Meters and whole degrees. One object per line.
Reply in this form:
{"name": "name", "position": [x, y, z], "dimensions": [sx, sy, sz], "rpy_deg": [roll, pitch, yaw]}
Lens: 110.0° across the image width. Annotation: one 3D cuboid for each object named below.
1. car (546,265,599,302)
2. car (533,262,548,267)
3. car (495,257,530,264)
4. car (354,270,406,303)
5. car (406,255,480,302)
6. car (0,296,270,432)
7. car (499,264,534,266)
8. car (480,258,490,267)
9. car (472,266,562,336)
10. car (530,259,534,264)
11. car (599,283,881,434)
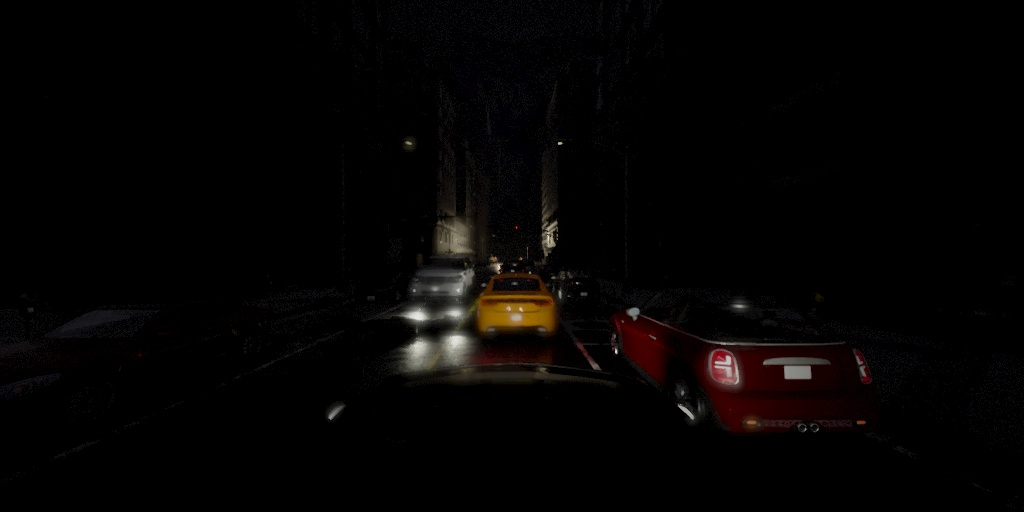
{"name": "car", "position": [2.885, 1.293, 16.530], "dimensions": [2.007, 1.370, 4.403], "rpy_deg": [0, 0, 0]}
{"name": "car", "position": [2.906, 1.305, 27.532], "dimensions": [1.948, 1.339, 4.313], "rpy_deg": [0, 0, 0]}
{"name": "car", "position": [0.080, 1.091, 28.135], "dimensions": [2.097, 1.767, 4.553], "rpy_deg": [0, 0, 1]}
{"name": "car", "position": [-5.640, 1.308, 16.546], "dimensions": [1.948, 1.339, 4.313], "rpy_deg": [0, 0, 0]}
{"name": "car", "position": [-3.056, 0.963, 17.189], "dimensions": [2.150, 2.045, 5.566], "rpy_deg": [0, 0, 1]}
{"name": "car", "position": [-5.662, 1.330, 5.544], "dimensions": [1.802, 1.307, 4.207], "rpy_deg": [0, 0, 0]}
{"name": "car", "position": [0.134, 1.306, 19.403], "dimensions": [1.994, 1.385, 4.181], "rpy_deg": [0, 0, 0]}
{"name": "car", "position": [-5.513, 1.341, 64.651], "dimensions": [1.802, 1.307, 4.207], "rpy_deg": [0, 0, 0]}
{"name": "car", "position": [0.114, 1.223, 10.415], "dimensions": [1.882, 1.535, 5.008], "rpy_deg": [0, 0, 0]}
{"name": "car", "position": [3.012, 1.199, 64.621], "dimensions": [1.967, 1.591, 4.097], "rpy_deg": [0, 0, 0]}
{"name": "car", "position": [2.864, 1.188, 5.527], "dimensions": [1.967, 1.591, 4.097], "rpy_deg": [0, 0, 0]}
